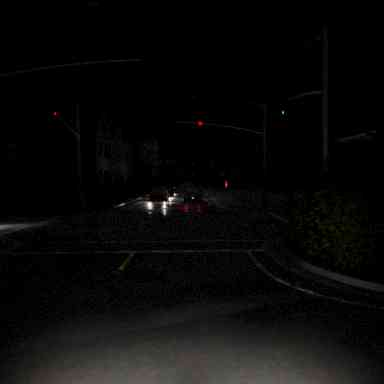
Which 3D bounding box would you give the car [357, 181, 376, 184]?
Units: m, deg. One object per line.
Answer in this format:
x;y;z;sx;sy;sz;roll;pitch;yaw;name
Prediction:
19.014;-0.177;34.213;1.905;1.878;3.866;-1;2;0;car

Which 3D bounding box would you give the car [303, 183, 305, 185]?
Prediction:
18.891;-0.874;59.132;1.970;1.475;3.806;-1;2;0;car

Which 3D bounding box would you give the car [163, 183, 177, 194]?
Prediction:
-3.727;-0.643;57.572;2.097;1.767;4.553;-1;2;0;car

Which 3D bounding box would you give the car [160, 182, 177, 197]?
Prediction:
-3.740;-0.434;47.682;2.150;2.045;5.566;-1;2;0;car

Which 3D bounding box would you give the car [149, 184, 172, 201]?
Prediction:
-3.717;0.162;37.765;1.882;1.535;5.008;-1;2;0;car

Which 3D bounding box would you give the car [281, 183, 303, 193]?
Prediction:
15.267;-0.526;52.071;2.007;1.523;4.514;-1;2;0;car

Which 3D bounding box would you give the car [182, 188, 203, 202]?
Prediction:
0.048;0.274;34.666;1.812;1.442;4.674;-1;2;-1;car

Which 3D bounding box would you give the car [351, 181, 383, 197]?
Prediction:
22.259;-0.462;42.093;1.932;1.855;4.605;-1;2;0;car

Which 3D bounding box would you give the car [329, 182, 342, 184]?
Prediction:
25.306;-1.035;59.484;2.152;1.636;5.027;-1;2;0;car
